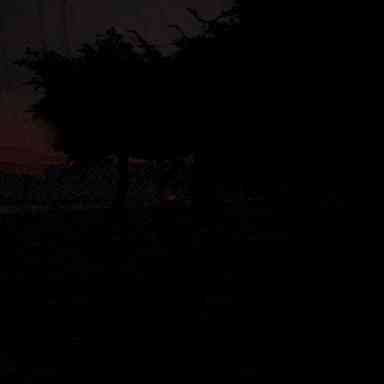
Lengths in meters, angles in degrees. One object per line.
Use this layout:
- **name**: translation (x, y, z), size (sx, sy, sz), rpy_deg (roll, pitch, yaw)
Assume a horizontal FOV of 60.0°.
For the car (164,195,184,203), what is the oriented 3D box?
- **car**: translation (-3.200, 1.300, 60.747), size (1.812, 1.442, 4.674), rpy_deg (3, 2, 31)
